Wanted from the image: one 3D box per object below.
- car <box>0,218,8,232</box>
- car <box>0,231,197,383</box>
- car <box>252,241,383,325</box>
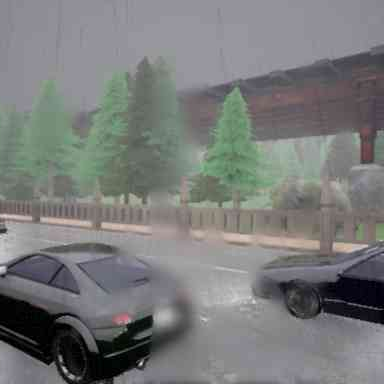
[{"bbox_3d":[-10.888,1.461,15.828,5.357,1.411,2.033,0,0,35],"label":"car"},{"bbox_3d":[-1.997,1.542,5.360,4.181,1.385,1.994,0,0,35],"label":"car"},{"bbox_3d":[3.785,1.548,5.597,5.357,1.411,2.033,0,0,35],"label":"car"}]
